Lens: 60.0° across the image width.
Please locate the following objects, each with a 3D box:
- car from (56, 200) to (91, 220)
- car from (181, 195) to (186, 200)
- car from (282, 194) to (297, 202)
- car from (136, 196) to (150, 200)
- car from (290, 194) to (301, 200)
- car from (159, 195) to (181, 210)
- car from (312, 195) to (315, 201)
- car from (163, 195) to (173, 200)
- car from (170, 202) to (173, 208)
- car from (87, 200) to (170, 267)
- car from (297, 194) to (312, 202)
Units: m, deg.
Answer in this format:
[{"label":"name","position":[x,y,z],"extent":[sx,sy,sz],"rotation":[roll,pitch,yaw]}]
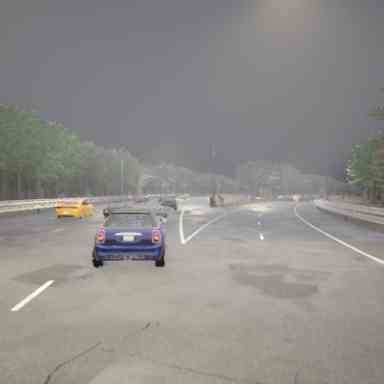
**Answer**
[{"label":"car","position":[-9.581,1.396,27.591],"extent":[1.882,1.535,5.008],"rotation":[0,0,-1]},{"label":"car","position":[-2.786,1.494,94.860],"extent":[1.895,1.301,4.718],"rotation":[0,0,8]},{"label":"car","position":[22.830,1.605,79.156],"extent":[2.128,1.511,4.902],"rotation":[0,0,27]},{"label":"car","position":[-9.245,1.441,62.548],"extent":[2.033,1.411,5.357],"rotation":[0,0,4]},{"label":"car","position":[27.558,1.315,88.396],"extent":[2.097,1.767,4.553],"rotation":[0,0,27]},{"label":"car","position":[-2.767,1.466,41.737],"extent":[1.837,1.490,4.892],"rotation":[0,0,0]},{"label":"car","position":[31.048,1.510,87.539],"extent":[1.837,1.490,4.892],"rotation":[0,0,27]},{"label":"car","position":[-6.690,1.428,91.769],"extent":[1.994,1.385,4.181],"rotation":[0,0,7]},{"label":"car","position":[-2.483,1.569,22.383],"extent":[1.895,1.301,4.718],"rotation":[0,0,-2]},{"label":"car","position":[-1.932,1.335,11.559],"extent":[2.097,1.767,4.553],"rotation":[0,0,-4]},{"label":"car","position":[26.319,1.636,78.291],"extent":[2.033,1.411,5.357],"rotation":[0,0,27]}]
